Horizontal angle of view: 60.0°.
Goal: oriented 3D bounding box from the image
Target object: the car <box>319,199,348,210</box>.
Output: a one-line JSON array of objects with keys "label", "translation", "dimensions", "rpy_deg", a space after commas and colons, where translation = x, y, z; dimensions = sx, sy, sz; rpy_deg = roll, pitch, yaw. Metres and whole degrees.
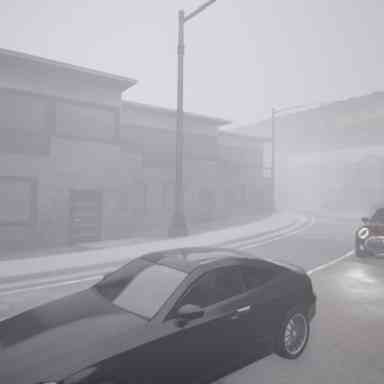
[{"label": "car", "translation": [19.376, 1.738, 45.773], "dimensions": [1.837, 1.490, 4.892], "rpy_deg": [1, -1, -8]}]

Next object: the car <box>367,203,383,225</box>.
[{"label": "car", "translation": [13.848, 1.493, 23.450], "dimensions": [1.895, 1.301, 4.718], "rpy_deg": [1, 0, 19]}]

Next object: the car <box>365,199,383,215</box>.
[{"label": "car", "translation": [19.800, 1.519, 33.983], "dimensions": [2.128, 1.511, 4.902], "rpy_deg": [1, -1, 6]}]

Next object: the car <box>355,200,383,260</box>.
[{"label": "car", "translation": [7.198, 1.296, 11.616], "dimensions": [2.097, 1.767, 4.553], "rpy_deg": [0, 1, 36]}]

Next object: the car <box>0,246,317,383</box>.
[{"label": "car", "translation": [-0.167, 1.522, 4.321], "dimensions": [4.674, 1.442, 1.812], "rpy_deg": [0, 0, -40]}]
